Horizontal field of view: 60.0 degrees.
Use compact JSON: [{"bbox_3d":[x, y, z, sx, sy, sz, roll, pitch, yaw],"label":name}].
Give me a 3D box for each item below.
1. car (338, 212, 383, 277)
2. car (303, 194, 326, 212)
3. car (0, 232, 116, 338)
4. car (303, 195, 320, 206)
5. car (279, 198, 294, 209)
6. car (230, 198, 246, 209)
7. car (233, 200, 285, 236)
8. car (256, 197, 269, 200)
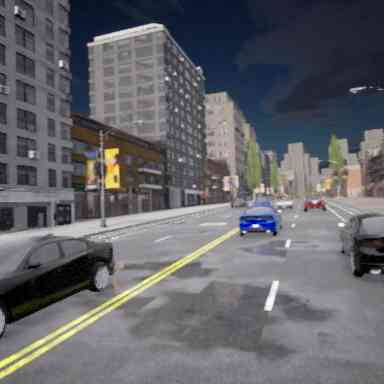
[{"bbox_3d":[5.369,1.299,9.482,1.882,1.535,5.008,-3,-1,19],"label":"car"},{"bbox_3d":[12.701,1.029,34.592,2.097,1.767,4.553,-3,-1,19],"label":"car"},{"bbox_3d":[-3.583,1.732,7.118,1.882,1.535,5.008,-3,-1,19],"label":"car"},{"bbox_3d":[16.611,1.188,46.320,1.994,1.385,4.181,-3,-1,19],"label":"car"},{"bbox_3d":[11.466,1.407,40.914,1.895,1.301,4.718,-3,-1,19],"label":"car"},{"bbox_3d":[6.830,1.635,48.044,1.837,1.490,4.892,-3,-1,19],"label":"car"},{"bbox_3d":[3.841,1.461,18.343,1.882,1.535,5.008,-3,-1,19],"label":"car"},{"bbox_3d":[9.898,1.442,46.991,1.882,1.535,5.008,-3,-1,19],"label":"car"}]
